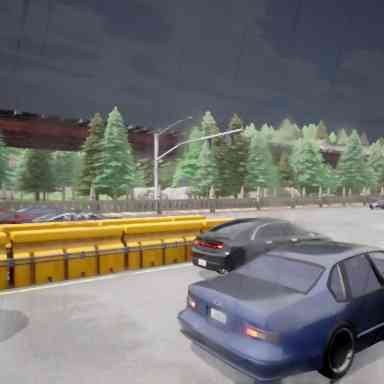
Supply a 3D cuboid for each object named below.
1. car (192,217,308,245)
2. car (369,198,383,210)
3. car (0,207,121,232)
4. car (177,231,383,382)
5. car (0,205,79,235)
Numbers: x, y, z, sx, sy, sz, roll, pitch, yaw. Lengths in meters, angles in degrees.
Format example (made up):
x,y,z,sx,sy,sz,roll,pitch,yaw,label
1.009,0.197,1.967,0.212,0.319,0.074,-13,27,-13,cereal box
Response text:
x,y,z,sx,sy,sz,roll,pitch,yaw,label
2.233,1.504,9.671,4.892,1.490,1.837,0,0,-35,car
25.041,1.485,43.386,4.902,1.511,2.128,0,0,-36,car
-5.141,1.492,13.226,4.902,1.511,2.128,0,0,-36,car
2.374,1.547,5.483,5.357,1.411,2.033,0,0,-35,car
-9.096,1.525,19.003,4.674,1.442,1.812,0,0,-36,car
